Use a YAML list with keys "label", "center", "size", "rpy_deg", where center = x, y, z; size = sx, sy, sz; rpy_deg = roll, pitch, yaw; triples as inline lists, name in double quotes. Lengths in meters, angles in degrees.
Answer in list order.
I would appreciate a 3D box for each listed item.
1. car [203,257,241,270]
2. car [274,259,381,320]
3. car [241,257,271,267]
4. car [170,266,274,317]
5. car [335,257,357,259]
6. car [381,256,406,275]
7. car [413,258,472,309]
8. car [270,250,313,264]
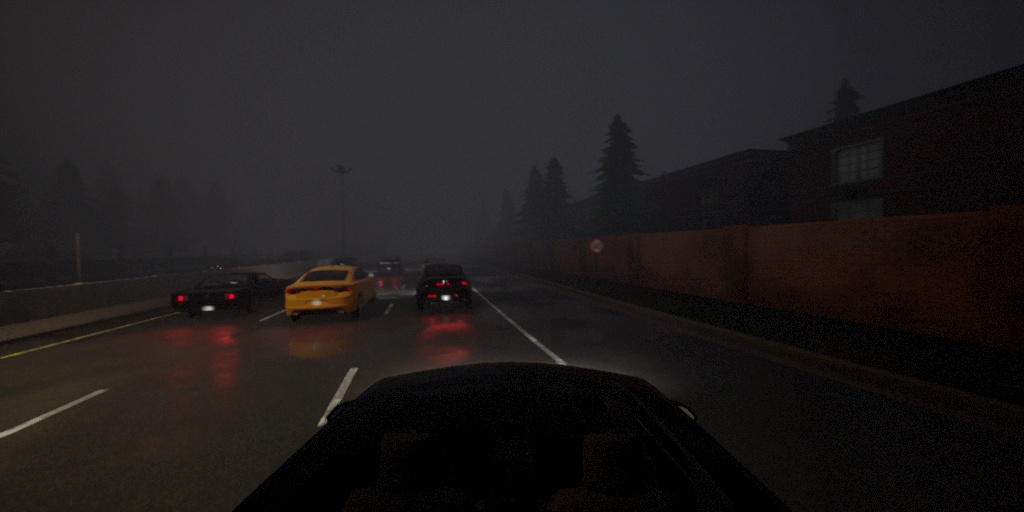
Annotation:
- label: "car"
  center: [-29.871, 0.873, 37.352]
  size: [1.837, 1.490, 4.892]
  rpy_deg: [-1, 1, -13]
- label: "car"
  center: [-5.894, 1.065, 12.200]
  size: [1.882, 1.535, 5.008]
  rpy_deg: [-1, 2, -13]
- label: "car"
  center: [-26.491, 0.850, 38.271]
  size: [1.994, 1.385, 4.181]
  rpy_deg: [-1, 1, -13]
- label: "car"
  center: [-9.659, 1.233, 12.955]
  size: [1.895, 1.301, 4.718]
  rpy_deg: [-1, 1, -13]
- label: "car"
  center: [-13.461, 0.794, 29.307]
  size: [1.837, 1.490, 4.892]
  rpy_deg: [-1, 1, -13]
- label: "car"
  center: [-9.988, 0.710, 29.814]
  size: [2.128, 1.511, 4.902]
  rpy_deg: [-1, 1, -13]
- label: "car"
  center: [-2.637, 1.003, 13.646]
  size: [1.837, 1.490, 4.892]
  rpy_deg: [-1, 2, -13]
- label: "car"
  center: [-22.807, 0.454, 37.817]
  size: [2.150, 2.045, 5.566]
  rpy_deg: [-1, 2, -13]
